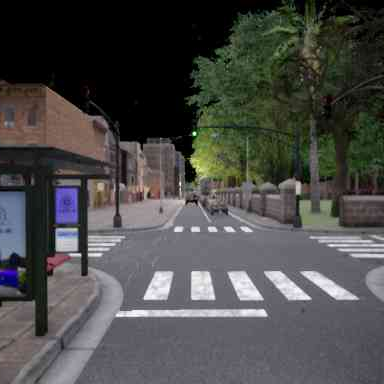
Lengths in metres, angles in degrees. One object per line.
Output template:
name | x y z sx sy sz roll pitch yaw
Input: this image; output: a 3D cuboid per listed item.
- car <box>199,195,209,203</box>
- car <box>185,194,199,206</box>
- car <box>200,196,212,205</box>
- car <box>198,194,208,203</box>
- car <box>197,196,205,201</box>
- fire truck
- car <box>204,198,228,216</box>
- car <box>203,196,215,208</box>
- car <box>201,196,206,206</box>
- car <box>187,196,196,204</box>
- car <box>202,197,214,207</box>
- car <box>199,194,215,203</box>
car | 2.534 1.553 70.939 1.967 1.590 4.097 -1 0 0
car | -0.070 1.279 57.372 2.150 2.045 5.566 0 0 0
car | 2.548 1.508 60.039 1.967 1.590 4.097 -1 0 0
car | 2.525 1.455 76.390 2.192 1.841 5.009 -1 0 0
car | 2.509 1.801 92.739 1.947 1.339 4.313 -1 0 0
fire truck | -9.403 0.316 12.549 8.468 3.827 2.891 0 1 0
car | 2.585 1.546 32.786 2.008 1.369 4.403 -1 0 0
car | 2.578 1.530 38.406 1.752 1.417 4.829 -1 0 0
car | 2.571 1.566 43.688 2.008 1.369 4.403 -1 0 0
car | -0.082 1.604 67.763 1.837 1.490 4.892 0 0 0
car | 2.557 1.574 54.757 1.752 1.417 4.829 -1 0 0
car | 2.560 1.346 49.137 2.192 1.841 5.009 -1 0 0
